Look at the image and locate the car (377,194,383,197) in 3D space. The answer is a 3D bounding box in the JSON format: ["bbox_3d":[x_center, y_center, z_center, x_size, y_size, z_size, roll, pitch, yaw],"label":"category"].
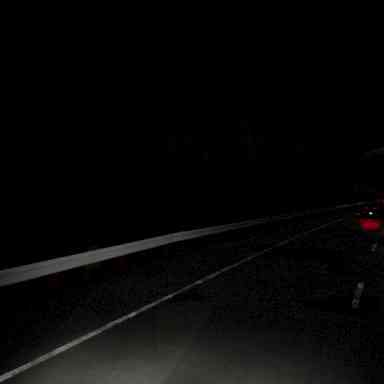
[{"bbox_3d":[22.297,1.221,38.002,2.150,2.045,5.566,0,0,36],"label":"car"}]

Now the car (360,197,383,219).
[{"bbox_3d":[16.200,1.505,29.493,1.837,1.490,4.892,0,0,35],"label":"car"}]
